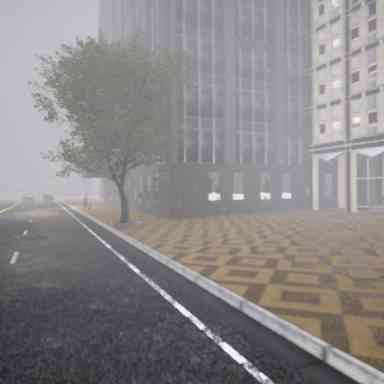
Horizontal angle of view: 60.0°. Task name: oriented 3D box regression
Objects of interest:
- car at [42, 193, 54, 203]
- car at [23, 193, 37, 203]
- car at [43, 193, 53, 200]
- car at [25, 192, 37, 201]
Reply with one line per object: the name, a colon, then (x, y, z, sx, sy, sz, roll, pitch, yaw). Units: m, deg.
car: (-27.117, 1.213, 62.750, 1.837, 1.490, 4.892, -1, 1, -24)
car: (-30.086, 1.267, 61.429, 2.128, 1.511, 4.902, -1, 1, -24)
car: (-31.354, 1.012, 72.268, 1.837, 1.490, 4.892, -1, 1, -24)
car: (-34.312, 0.903, 70.919, 2.097, 1.767, 4.553, -1, 1, -24)
